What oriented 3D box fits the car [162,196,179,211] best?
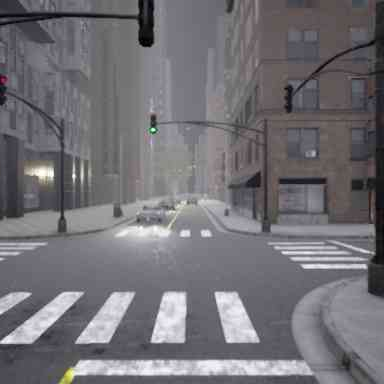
[{"bbox_3d":[-3.082,1.581,41.140,1.994,1.385,4.181,0,0,0],"label":"car"}]

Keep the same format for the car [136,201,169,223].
[{"bbox_3d":[-3.095,1.615,25.712,1.895,1.301,4.718,0,0,0],"label":"car"}]

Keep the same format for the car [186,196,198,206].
[{"bbox_3d":[0.005,1.512,55.912,2.128,1.511,4.902,0,0,0],"label":"car"}]

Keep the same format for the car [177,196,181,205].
[{"bbox_3d":[-2.996,1.521,60.477,2.128,1.511,4.902,0,0,0],"label":"car"}]

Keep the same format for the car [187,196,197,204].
[{"bbox_3d":[0.005,1.550,66.335,1.812,1.442,4.674,0,0,0],"label":"car"}]
